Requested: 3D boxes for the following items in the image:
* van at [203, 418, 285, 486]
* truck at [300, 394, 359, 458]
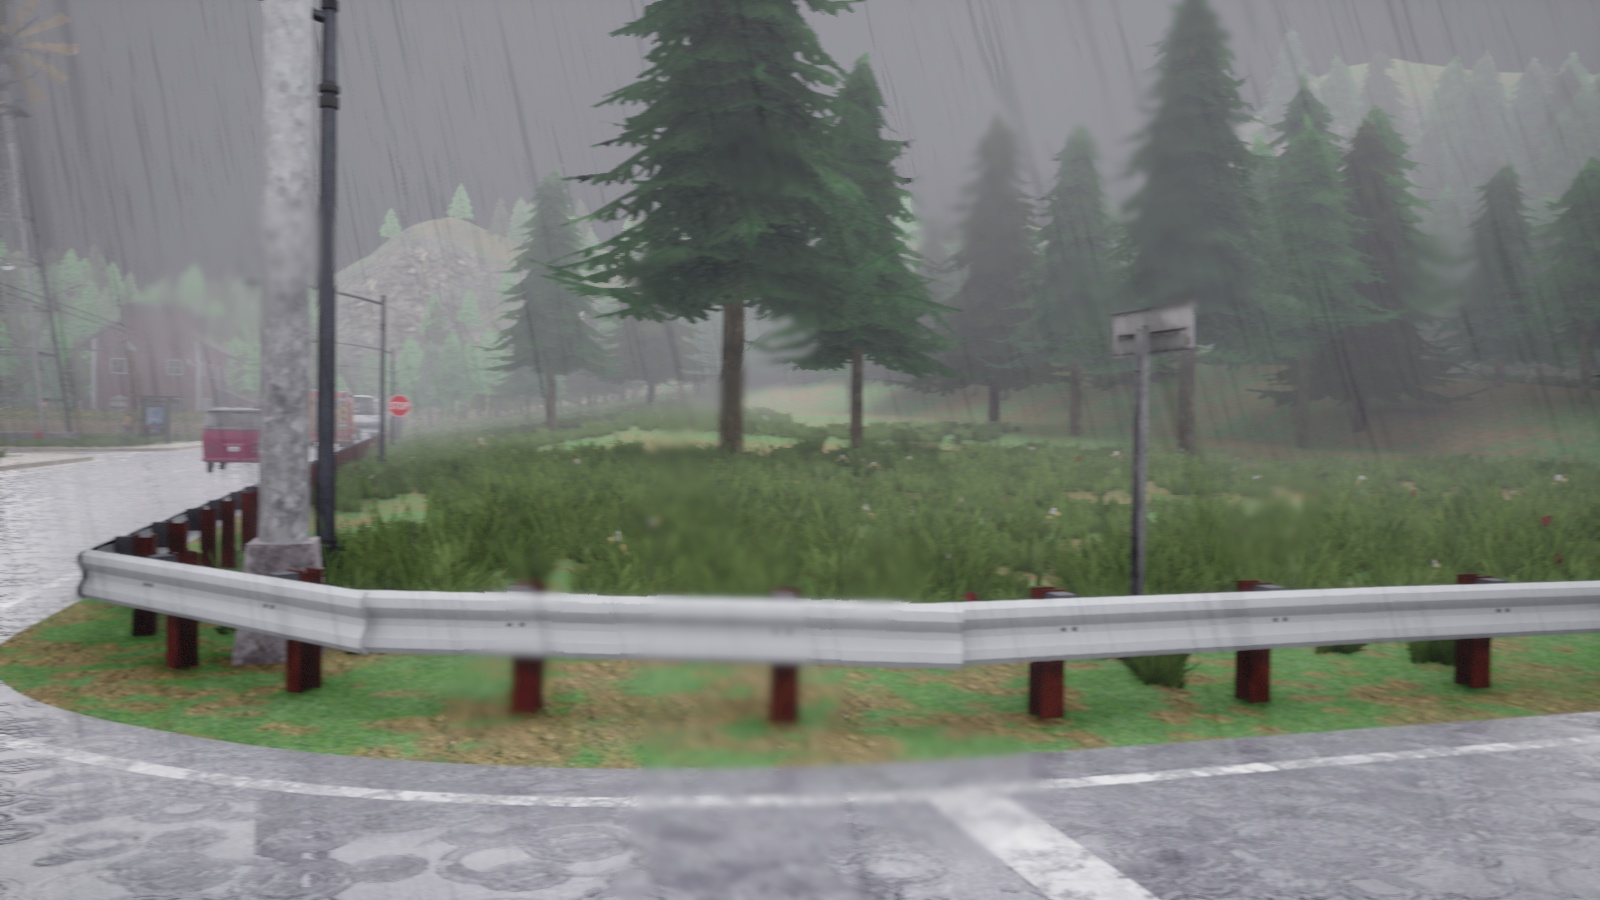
[{"bbox_3d":[-17.088,0.024,38.780,1.775,1.987,4.442,-1,1,-17],"label":"van"},{"bbox_3d":[-29.468,-1.492,78.918,2.891,3.827,8.468,-1,1,-17],"label":"truck"}]
